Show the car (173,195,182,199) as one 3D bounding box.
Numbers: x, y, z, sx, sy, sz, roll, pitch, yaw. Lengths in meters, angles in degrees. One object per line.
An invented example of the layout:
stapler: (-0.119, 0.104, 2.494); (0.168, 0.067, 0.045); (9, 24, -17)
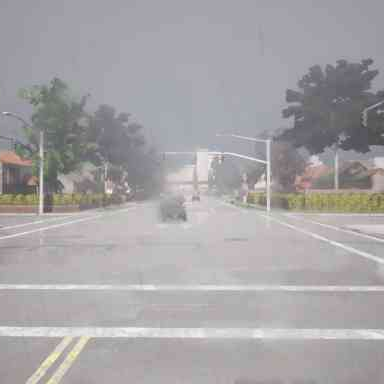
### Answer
car: (-2.848, 1.547, 46.474); (2.033, 1.411, 5.357); (0, 0, 0)

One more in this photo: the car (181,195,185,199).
car: (-2.723, 1.477, 61.100); (1.882, 1.535, 5.008); (0, 0, 1)

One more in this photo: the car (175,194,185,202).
car: (-2.567, 1.355, 74.477); (2.097, 1.767, 4.553); (0, 0, 0)

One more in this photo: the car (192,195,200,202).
car: (0.964, 1.500, 79.081); (1.837, 1.490, 4.892); (0, 0, 0)

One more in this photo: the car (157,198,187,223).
car: (-1.650, 1.505, 25.929); (1.837, 1.490, 4.892); (-1, 0, -12)

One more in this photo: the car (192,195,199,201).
car: (1.032, 1.514, 89.479); (1.812, 1.442, 4.674); (0, 0, 0)
